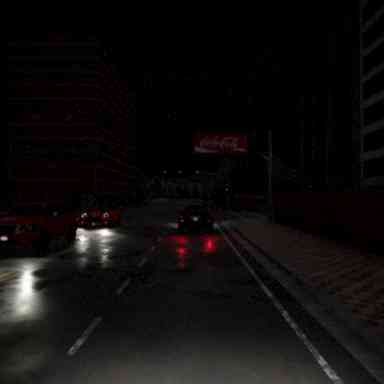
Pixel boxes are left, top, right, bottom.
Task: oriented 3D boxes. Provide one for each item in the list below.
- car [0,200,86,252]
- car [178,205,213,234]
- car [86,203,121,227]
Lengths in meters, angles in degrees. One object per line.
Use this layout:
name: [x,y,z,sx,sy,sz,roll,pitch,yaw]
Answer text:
car: [-7.005,1.423,15.221,2.150,2.045,5.566,0,-1,1]
car: [0.209,1.639,21.485,2.097,1.767,4.553,0,-1,0]
car: [-6.869,1.690,25.481,2.097,1.767,4.553,0,-1,0]
